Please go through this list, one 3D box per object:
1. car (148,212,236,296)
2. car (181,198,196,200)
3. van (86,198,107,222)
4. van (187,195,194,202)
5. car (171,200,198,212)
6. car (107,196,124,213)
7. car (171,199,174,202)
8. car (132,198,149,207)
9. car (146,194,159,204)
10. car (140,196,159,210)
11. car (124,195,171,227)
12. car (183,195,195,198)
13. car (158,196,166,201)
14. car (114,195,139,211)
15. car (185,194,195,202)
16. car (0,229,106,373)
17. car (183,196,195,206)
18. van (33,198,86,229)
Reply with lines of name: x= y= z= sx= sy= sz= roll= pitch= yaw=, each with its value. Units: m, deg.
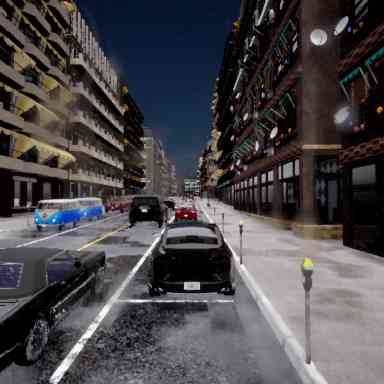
car: x=0.000 y=1.509 z=8.653 sx=1.837 sy=1.490 sz=4.892 roll=0 pitch=0 yaw=0
car: x=-0.438 y=1.582 z=31.754 sx=1.887 sy=1.381 sz=4.507 roll=1 pitch=0 yaw=0
van: x=-8.314 y=1.368 z=26.285 sx=1.690 sy=1.788 sz=3.998 roll=1 pitch=0 yaw=0
van: x=-0.474 y=1.575 z=87.068 sx=1.690 sy=1.788 sz=3.998 roll=1 pitch=0 yaw=0
car: x=-0.438 y=1.572 z=26.224 sx=1.887 sy=1.381 sz=4.507 roll=1 pitch=0 yaw=0
car: x=-8.314 y=1.365 z=37.346 sx=2.192 sy=1.841 sz=5.009 roll=1 pitch=0 yaw=0
car: x=-3.023 y=1.568 z=42.400 sx=1.837 sy=1.490 sz=4.892 roll=0 pitch=0 yaw=0
car: x=-8.321 y=1.660 z=53.938 sx=1.947 sy=1.339 sz=4.313 roll=1 pitch=0 yaw=0
car: x=-8.317 y=1.471 z=70.528 sx=2.192 sy=1.841 sz=5.009 roll=1 pitch=0 yaw=0
car: x=-5.781 y=1.422 z=46.041 sx=2.097 sy=1.767 sz=4.553 roll=0 pitch=0 yaw=0
car: x=-2.920 y=1.242 z=23.049 sx=2.150 sy=2.045 sz=5.566 roll=0 pitch=0 yaw=0
car: x=-0.429 y=1.490 z=37.286 sx=1.967 sy=1.590 sz=4.097 roll=1 pitch=0 yaw=0
car: x=-8.326 y=1.846 z=92.652 sx=1.802 sy=1.307 sz=4.206 roll=1 pitch=0 yaw=0
car: x=-8.314 y=1.379 z=42.876 sx=2.192 sy=1.841 sz=5.009 roll=1 pitch=0 yaw=0
car: x=-0.472 y=1.521 z=81.536 sx=2.192 sy=1.841 sz=5.009 roll=1 pitch=0 yaw=0
car: x=-2.920 y=1.604 z=5.715 sx=1.895 sy=1.301 sz=4.718 roll=0 pitch=0 yaw=0
car: x=-0.473 y=1.553 z=59.411 sx=1.967 sy=1.590 sz=4.097 roll=1 pitch=0 yaw=0
van: x=-8.312 y=1.358 z=20.753 sx=1.690 sy=1.788 sz=3.998 roll=2 pitch=0 yaw=0
